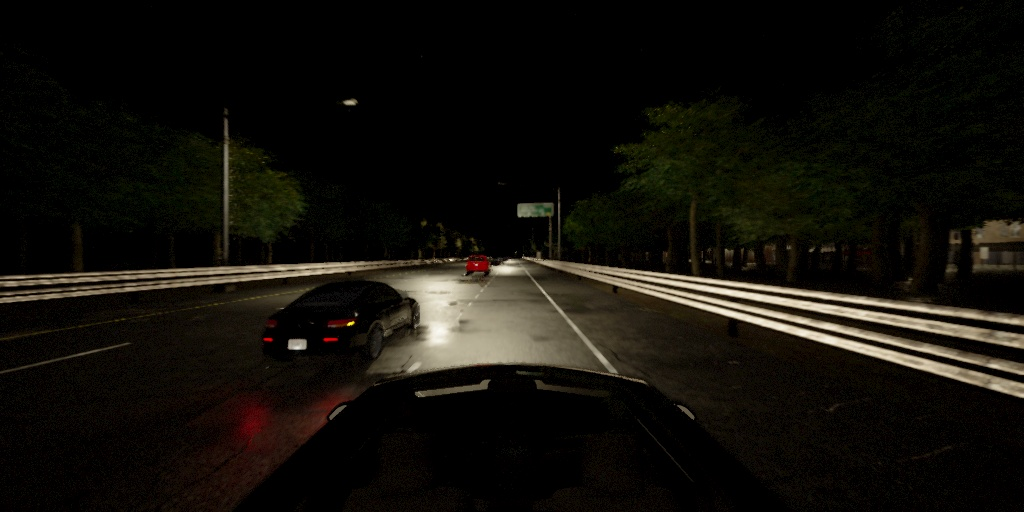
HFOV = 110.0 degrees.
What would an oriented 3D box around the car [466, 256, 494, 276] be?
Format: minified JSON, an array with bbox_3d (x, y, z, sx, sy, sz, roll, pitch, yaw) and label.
[{"bbox_3d":[-3.436,0.975,37.374,2.150,2.045,5.566,0,0,0],"label":"car"}]

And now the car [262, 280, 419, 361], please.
[{"bbox_3d":[-3.499,1.277,8.151,1.812,1.442,4.674,0,0,0],"label":"car"}]
